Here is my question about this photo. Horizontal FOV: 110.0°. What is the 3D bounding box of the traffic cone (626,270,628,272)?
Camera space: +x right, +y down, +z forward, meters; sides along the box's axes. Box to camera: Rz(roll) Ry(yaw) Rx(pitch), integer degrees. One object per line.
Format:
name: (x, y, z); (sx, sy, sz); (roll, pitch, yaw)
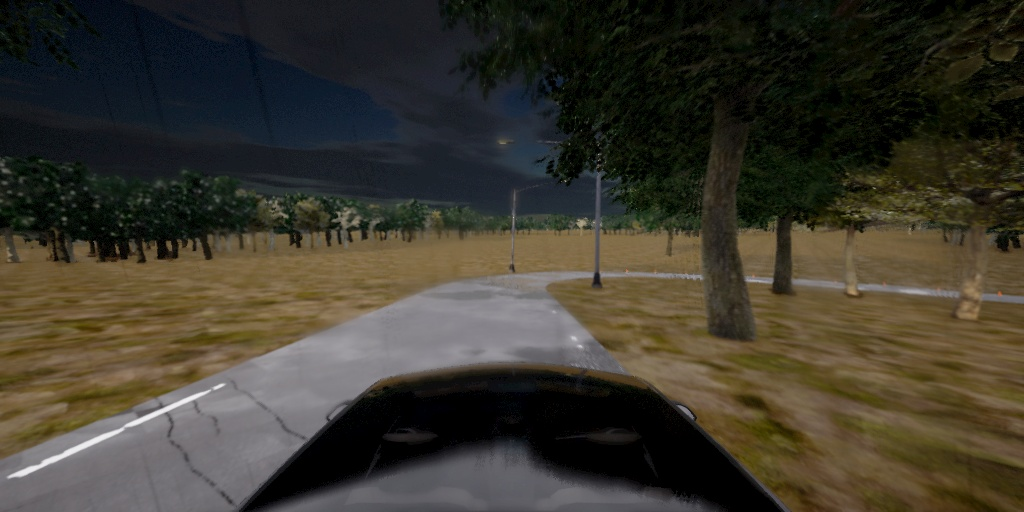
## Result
traffic cone: (17.177, 2.150, 53.611); (0.340, 0.580, 0.340); (0, 0, -25)

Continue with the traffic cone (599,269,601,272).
traffic cone: (12.476, 1.970, 50.958); (0.340, 0.580, 0.340); (0, 0, -33)
